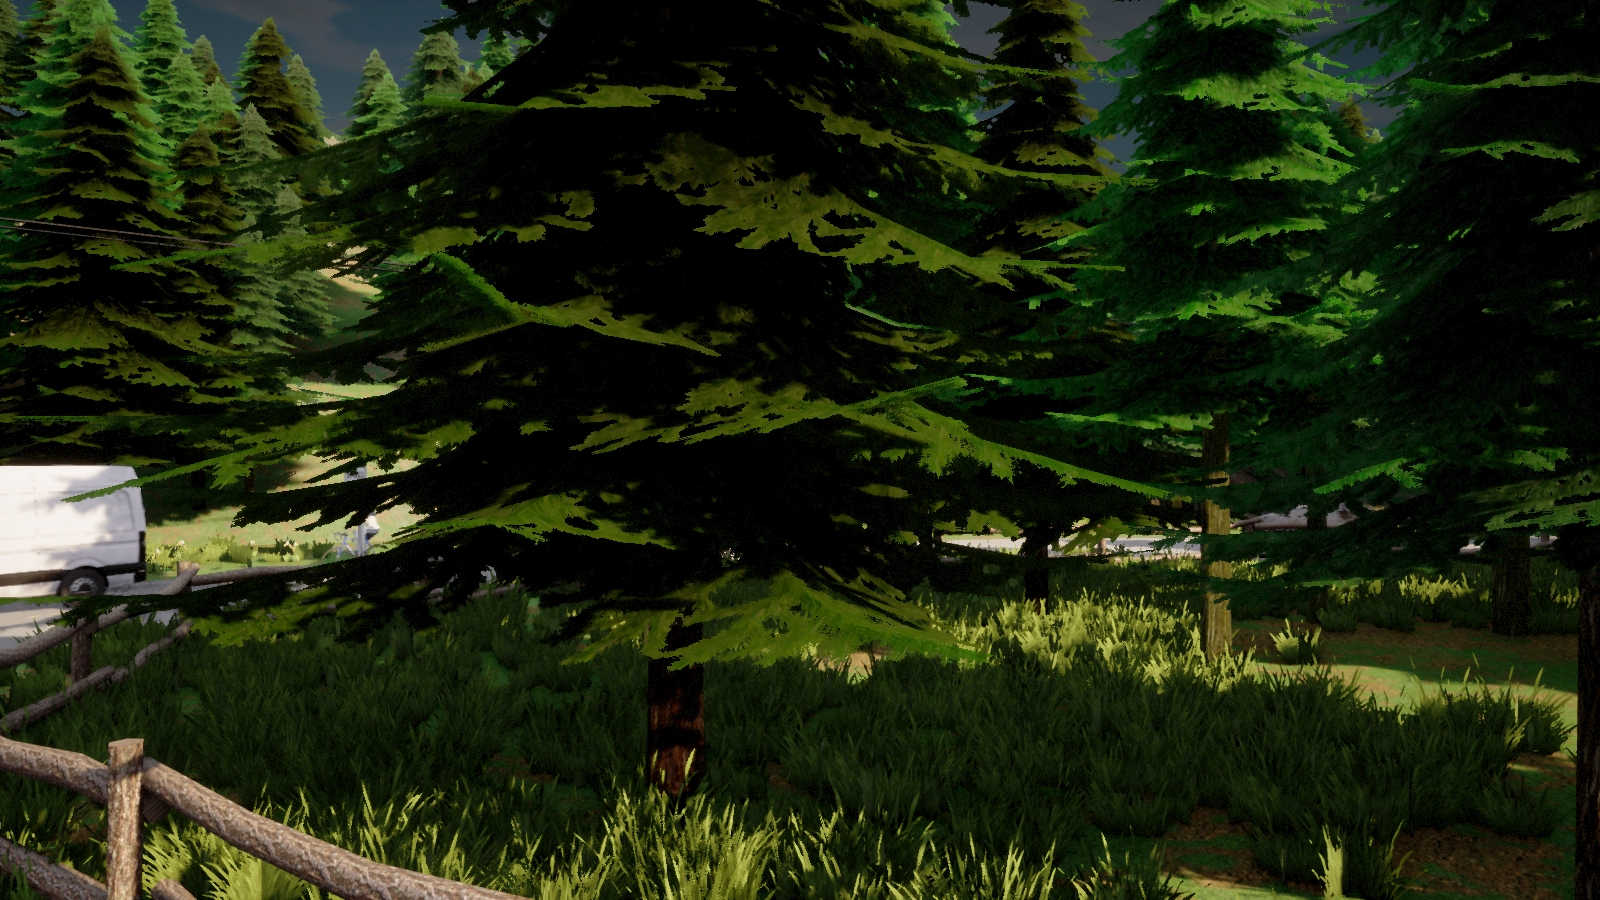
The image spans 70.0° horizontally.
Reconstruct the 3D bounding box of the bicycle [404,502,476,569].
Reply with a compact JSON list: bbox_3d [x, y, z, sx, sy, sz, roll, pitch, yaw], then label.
[{"bbox_3d":[-8.714,2.056,27.698,1.643,1.496,0.373,0,0,-44],"label":"bicycle"}]

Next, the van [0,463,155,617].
[{"bbox_3d":[-14.513,1.534,19.450,1.988,2.561,5.915,0,0,32],"label":"van"}]
